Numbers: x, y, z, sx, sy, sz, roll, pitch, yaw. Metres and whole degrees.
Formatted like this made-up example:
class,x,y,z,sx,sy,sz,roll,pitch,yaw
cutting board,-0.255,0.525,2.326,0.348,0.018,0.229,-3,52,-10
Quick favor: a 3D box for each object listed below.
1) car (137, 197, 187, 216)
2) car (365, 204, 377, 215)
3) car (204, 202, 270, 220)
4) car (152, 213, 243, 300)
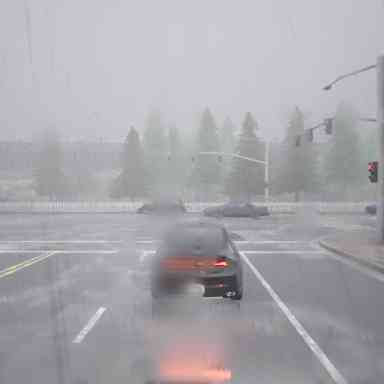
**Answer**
class,x,y,z,sx,sy,sz,roll,pitch,yaw
car,-2.762,1.301,30.939,4.553,1.767,2.097,0,0,0
car,18.733,1.422,30.775,5.008,1.535,1.882,0,0,1
car,3.611,1.503,27.397,5.357,1.411,2.033,0,0,0
car,0.172,1.505,8.401,1.837,1.490,4.892,0,0,2
